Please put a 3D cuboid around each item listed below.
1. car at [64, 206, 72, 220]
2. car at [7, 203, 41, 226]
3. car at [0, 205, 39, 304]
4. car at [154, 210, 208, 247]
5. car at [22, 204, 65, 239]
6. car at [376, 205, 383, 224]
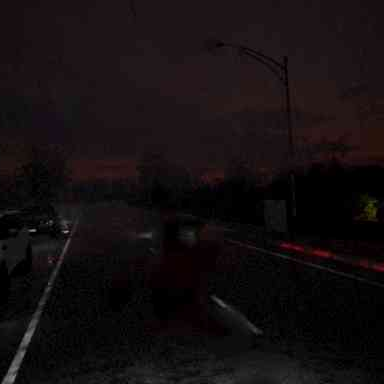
[{"bbox_3d":[-15.002,2.429,38.474,2.128,1.511,4.902,-3,0,-17],"label":"car"},{"bbox_3d":[-17.765,2.323,35.495,2.150,2.045,5.566,-3,0,-17],"label":"car"},{"bbox_3d":[-5.774,1.576,8.872,2.150,2.045,5.566,-3,0,-17],"label":"car"},{"bbox_3d":[-0.619,1.575,15.578,1.812,1.442,4.674,-3,0,-15],"label":"car"},{"bbox_3d":[-9.549,1.814,20.845,2.150,2.045,5.566,-3,0,-18],"label":"car"},{"bbox_3d":[9.441,0.832,14.255,2.033,1.411,5.357,-3,0,20],"label":"car"}]
